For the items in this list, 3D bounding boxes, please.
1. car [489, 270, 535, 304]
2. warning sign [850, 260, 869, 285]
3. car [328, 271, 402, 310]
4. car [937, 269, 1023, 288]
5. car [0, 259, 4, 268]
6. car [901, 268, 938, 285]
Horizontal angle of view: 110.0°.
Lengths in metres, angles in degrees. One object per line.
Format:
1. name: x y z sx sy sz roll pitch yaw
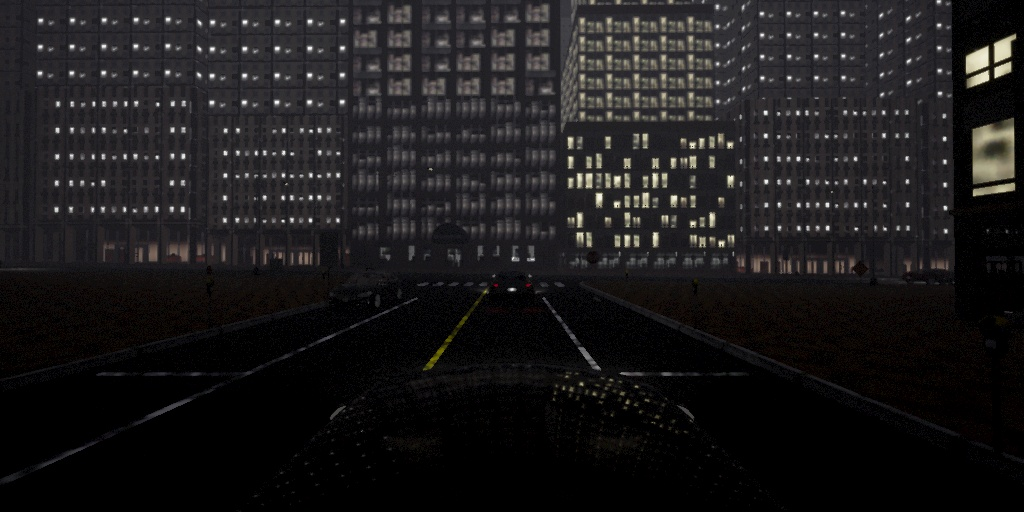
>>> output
1. car: 0.001 1.326 16.499 1.994 1.385 4.181 0 0 0
2. warning sign: 26.598 1.248 27.348 1.060 1.860 1.300 0 0 1
3. car: -5.818 1.302 14.682 2.007 1.370 4.403 0 0 0
4. car: 39.325 1.985 30.045 4.718 1.301 1.895 1 -1 1
5. car: -52.058 0.435 34.433 5.008 1.535 1.882 1 -1 1
6. car: 39.338 1.887 33.296 5.008 1.535 1.882 1 -1 1
